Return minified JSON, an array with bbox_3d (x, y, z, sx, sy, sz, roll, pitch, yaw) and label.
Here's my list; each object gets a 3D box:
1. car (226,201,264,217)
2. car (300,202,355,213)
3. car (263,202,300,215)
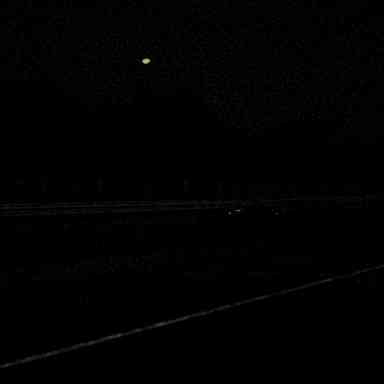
[{"bbox_3d":[5.052,1.484,28.832,4.674,1.442,1.812,0,0,-34],"label":"car"},{"bbox_3d":[10.069,1.519,23.783,4.181,1.385,1.994,0,0,-34],"label":"car"},{"bbox_3d":[8.156,1.516,26.716,4.181,1.385,1.994,0,0,-34],"label":"car"}]
